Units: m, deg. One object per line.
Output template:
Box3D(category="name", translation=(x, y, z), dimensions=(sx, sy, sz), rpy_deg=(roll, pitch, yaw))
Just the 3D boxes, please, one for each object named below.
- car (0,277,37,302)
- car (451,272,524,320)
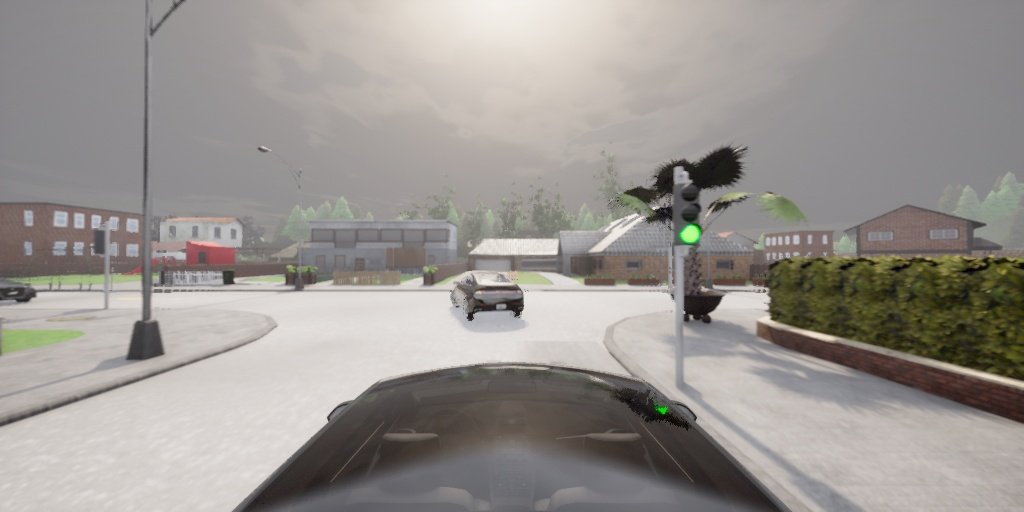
Box3D(category="car", translation=(-23.556, 1.420, 15.501), dimensions=(4.181, 1.385, 1.994), rpy_deg=(0, 0, 0))
Box3D(category="car", translation=(-1.031, 1.330, 13.172), dimensions=(2.128, 1.511, 4.902), rpy_deg=(1, 0, -17))
